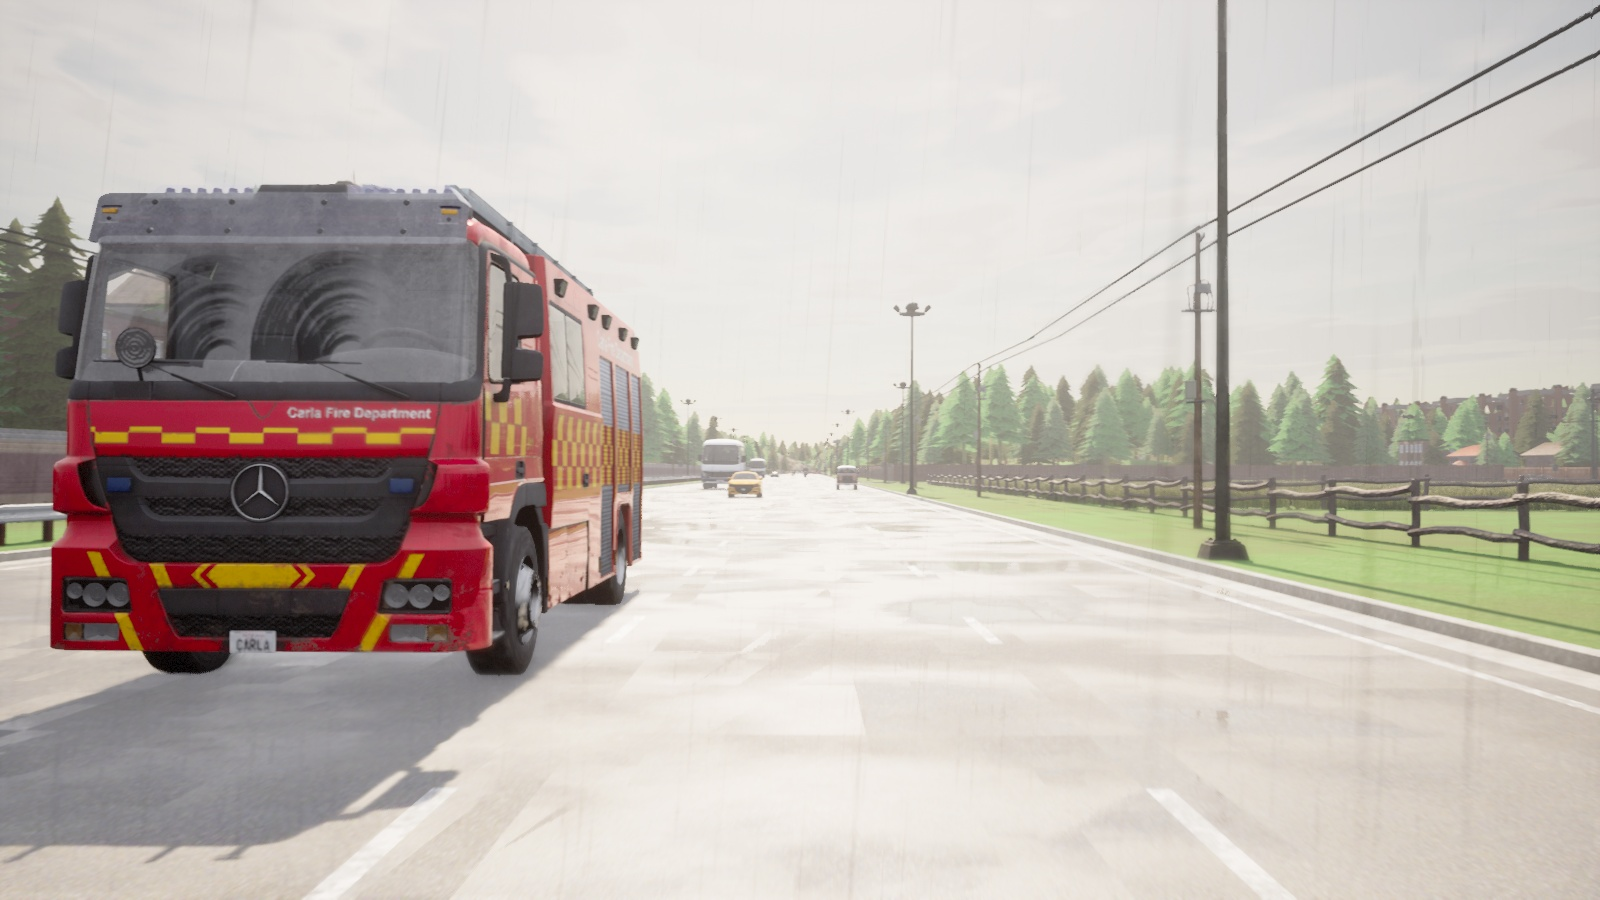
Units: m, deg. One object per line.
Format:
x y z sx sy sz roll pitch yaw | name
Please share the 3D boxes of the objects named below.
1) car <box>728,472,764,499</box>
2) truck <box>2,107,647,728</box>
-3.141 2.037 73.685 1.882 1.535 5.008 0 -1 0 | car
-3.447 -0.138 11.982 2.891 3.827 8.468 0 -1 0 | truck
